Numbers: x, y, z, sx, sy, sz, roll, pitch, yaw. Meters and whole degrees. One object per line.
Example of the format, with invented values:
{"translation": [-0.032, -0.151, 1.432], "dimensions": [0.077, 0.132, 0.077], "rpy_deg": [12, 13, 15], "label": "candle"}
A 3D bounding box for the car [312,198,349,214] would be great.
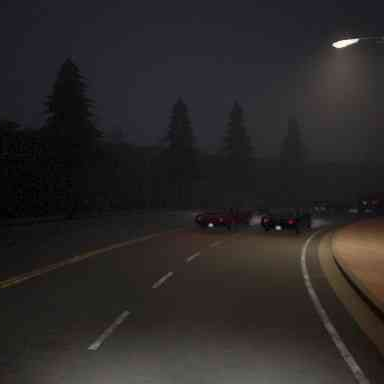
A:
{"translation": [13.865, 1.348, 33.392], "dimensions": [4.902, 1.511, 2.128], "rpy_deg": [0, 0, -38], "label": "car"}

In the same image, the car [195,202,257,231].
{"translation": [2.060, 1.480, 19.765], "dimensions": [1.895, 1.301, 4.718], "rpy_deg": [0, 0, 28], "label": "car"}

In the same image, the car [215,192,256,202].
{"translation": [4.779, 1.015, 35.045], "dimensions": [5.566, 2.045, 2.150], "rpy_deg": [0, 0, -44], "label": "car"}

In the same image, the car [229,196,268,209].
{"translation": [5.720, 1.390, 30.895], "dimensions": [1.994, 1.385, 4.181], "rpy_deg": [1, 0, 44], "label": "car"}

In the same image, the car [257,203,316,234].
{"translation": [5.445, 1.507, 18.698], "dimensions": [1.895, 1.301, 4.718], "rpy_deg": [1, 0, 29], "label": "car"}

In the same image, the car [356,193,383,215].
{"translation": [18.235, 1.110, 32.328], "dimensions": [5.566, 2.045, 2.150], "rpy_deg": [0, 0, -34], "label": "car"}
